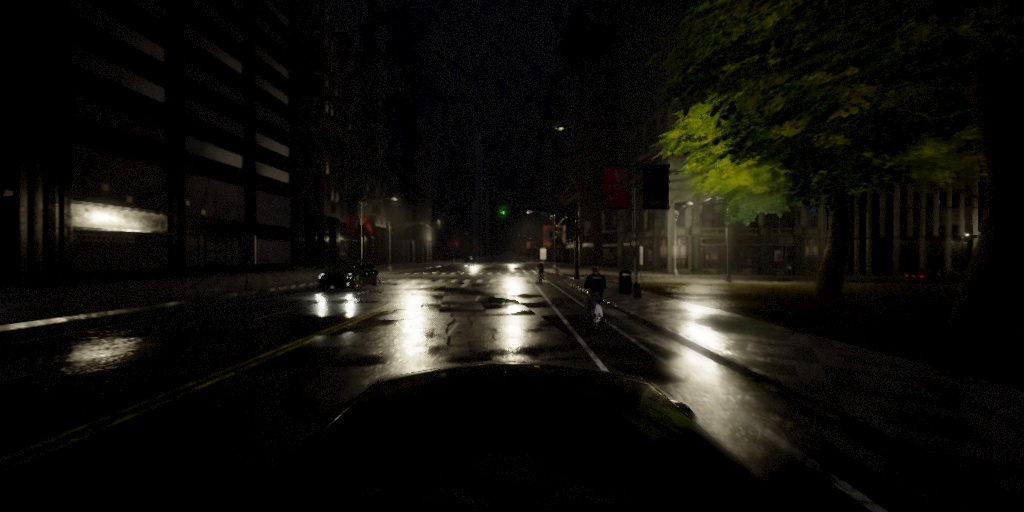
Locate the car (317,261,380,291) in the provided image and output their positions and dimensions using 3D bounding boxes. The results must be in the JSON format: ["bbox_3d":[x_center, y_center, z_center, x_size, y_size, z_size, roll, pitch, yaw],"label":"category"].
[{"bbox_3d":[-9.797,1.113,21.810,2.097,1.767,4.553,0,0,1],"label":"car"}]

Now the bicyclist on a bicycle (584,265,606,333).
[{"bbox_3d":[2.250,1.122,9.889,0.659,1.776,1.843,0,0,0],"label":"bicyclist on a bicycle"}]

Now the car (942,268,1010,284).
[{"bbox_3d":[48.738,2.076,37.695,4.892,1.490,1.837,1,0,-1],"label":"car"}]

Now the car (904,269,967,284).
[{"bbox_3d":[41.131,2.037,34.483,5.357,1.411,2.033,1,0,-1],"label":"car"}]

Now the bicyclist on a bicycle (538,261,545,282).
[{"bbox_3d":[2.254,1.219,27.614,0.582,1.620,1.656,0,0,0],"label":"bicyclist on a bicycle"}]
